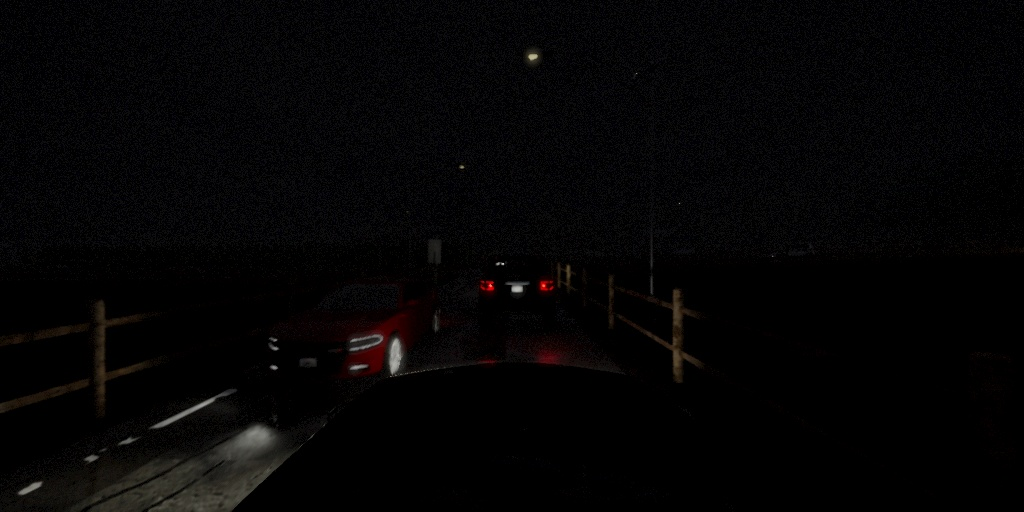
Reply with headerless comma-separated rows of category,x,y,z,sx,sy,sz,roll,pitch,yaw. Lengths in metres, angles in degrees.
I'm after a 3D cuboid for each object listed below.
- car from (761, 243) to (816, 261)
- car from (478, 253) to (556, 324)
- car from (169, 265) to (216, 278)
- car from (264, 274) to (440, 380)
car,33.211,-0.472,43.138,5.566,2.045,2.150,-2,-2,0
car,0.151,0.917,11.856,2.150,2.045,5.566,0,0,0
car,-36.178,1.763,40.557,4.674,1.442,1.812,-1,-2,1
car,-2.822,1.196,7.484,1.882,1.535,5.008,0,0,0
